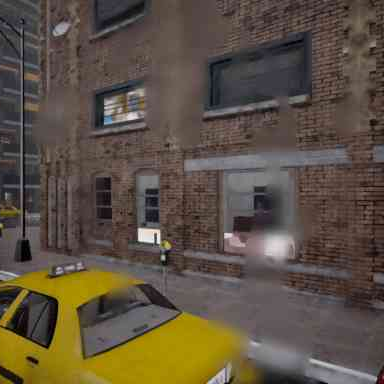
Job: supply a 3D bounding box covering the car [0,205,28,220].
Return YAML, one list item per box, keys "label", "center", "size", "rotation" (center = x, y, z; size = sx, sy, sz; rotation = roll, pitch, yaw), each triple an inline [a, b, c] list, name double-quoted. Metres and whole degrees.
- label: "car"
  center: [-17.410, 1.837, 29.976]
  size: [1.752, 1.417, 4.829]
  rotation: [-1, -2, 35]

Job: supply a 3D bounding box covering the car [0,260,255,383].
- label: "car"
  center: [-1.675, 1.525, 4.072]
  size: [4.829, 1.417, 1.752]
  rotation: [0, 0, 36]

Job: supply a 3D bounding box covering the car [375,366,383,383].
- label: "car"
  center: [3.090, 1.315, 0.674]
  size: [5.009, 1.841, 2.192]
  rotation: [0, 0, 35]
